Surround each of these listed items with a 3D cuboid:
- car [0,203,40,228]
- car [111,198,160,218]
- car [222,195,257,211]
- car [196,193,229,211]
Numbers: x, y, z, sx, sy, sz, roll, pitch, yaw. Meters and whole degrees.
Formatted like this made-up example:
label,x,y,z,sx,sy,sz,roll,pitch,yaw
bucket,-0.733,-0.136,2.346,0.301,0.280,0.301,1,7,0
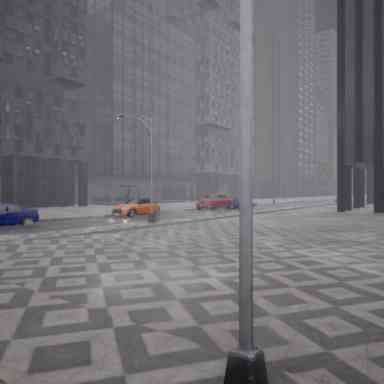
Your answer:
label,x,y,z,sx,sy,sz,roll,pitch,yaw
car,-11.865,1.461,20.157,1.882,1.535,5.008,0,0,34
car,-4.996,1.320,29.682,2.097,1.767,4.553,0,0,36
car,5.965,1.427,39.258,1.882,1.535,5.008,0,0,36
car,2.716,1.169,40.209,2.150,2.045,5.566,0,0,37
